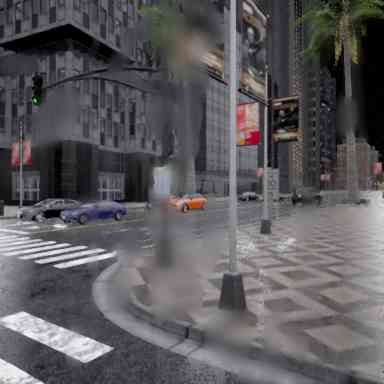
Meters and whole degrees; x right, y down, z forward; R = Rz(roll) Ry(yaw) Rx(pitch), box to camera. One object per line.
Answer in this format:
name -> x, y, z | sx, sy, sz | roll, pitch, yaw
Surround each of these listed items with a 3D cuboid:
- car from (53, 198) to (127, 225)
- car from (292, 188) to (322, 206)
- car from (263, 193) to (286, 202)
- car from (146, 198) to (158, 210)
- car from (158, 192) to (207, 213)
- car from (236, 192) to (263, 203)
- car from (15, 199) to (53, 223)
car -> -6.381, 1.237, 21.996 | 1.812, 1.442, 4.674 | 0, 1, 36
car -> 13.207, 0.522, 38.080 | 2.150, 2.045, 5.566 | 0, 1, 35
car -> 11.628, 0.781, 47.323 | 1.895, 1.301, 4.718 | 0, 1, 36
car -> -2.527, 1.033, 33.081 | 1.812, 1.442, 4.674 | 0, 1, 36
car -> -0.576, 0.886, 30.212 | 2.097, 1.767, 4.553 | 0, 1, 35
car -> 7.816, 0.684, 47.598 | 1.882, 1.535, 5.008 | 0, 1, 36
car -> -9.606, 1.214, 23.112 | 2.128, 1.511, 4.902 | 0, 1, 36
